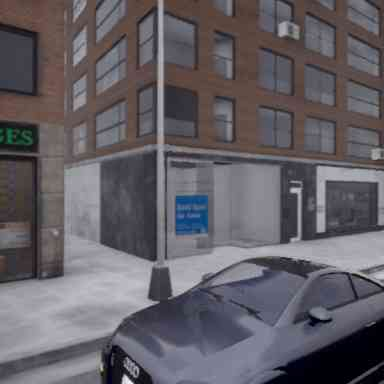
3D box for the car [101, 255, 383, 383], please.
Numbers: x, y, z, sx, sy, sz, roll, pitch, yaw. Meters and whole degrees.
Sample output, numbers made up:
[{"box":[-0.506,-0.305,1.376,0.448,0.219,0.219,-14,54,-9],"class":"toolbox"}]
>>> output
[{"box":[1.059,1.570,4.136,4.181,1.385,1.994,0,0,-36],"class":"car"}]
